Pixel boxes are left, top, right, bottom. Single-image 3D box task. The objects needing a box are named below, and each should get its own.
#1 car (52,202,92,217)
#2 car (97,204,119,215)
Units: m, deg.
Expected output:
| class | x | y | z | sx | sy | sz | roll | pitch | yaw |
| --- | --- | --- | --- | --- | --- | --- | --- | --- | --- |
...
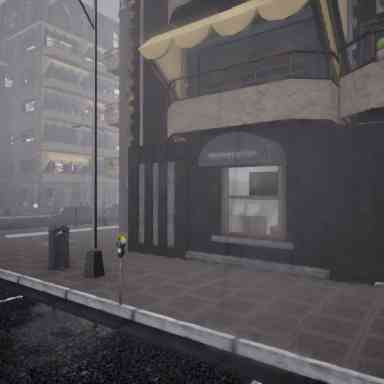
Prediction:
| class | x | y | z | sx | sy | sz | roll | pitch | yaw |
| --- | --- | --- | --- | --- | --- | --- | --- | --- | --- |
| car | -12.743 | 1.821 | 35.295 | 1.967 | 1.590 | 4.097 | -1 | -1 | 35 |
| car | -9.459 | 2.064 | 39.919 | 1.802 | 1.307 | 4.206 | -1 | -1 | 35 |
